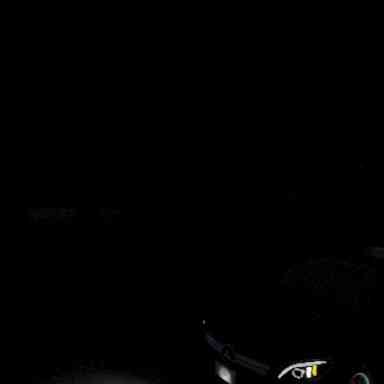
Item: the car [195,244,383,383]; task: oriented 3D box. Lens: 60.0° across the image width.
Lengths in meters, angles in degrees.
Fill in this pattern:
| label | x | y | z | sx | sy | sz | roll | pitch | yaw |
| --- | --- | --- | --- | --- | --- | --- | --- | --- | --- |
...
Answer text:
| label | x | y | z | sx | sy | sz | roll | pitch | yaw |
| --- | --- | --- | --- | --- | --- | --- | --- | --- | --- |
| car | 2.219 | 1.537 | 4.646 | 4.674 | 1.442 | 1.812 | 0 | 0 | -36 |
